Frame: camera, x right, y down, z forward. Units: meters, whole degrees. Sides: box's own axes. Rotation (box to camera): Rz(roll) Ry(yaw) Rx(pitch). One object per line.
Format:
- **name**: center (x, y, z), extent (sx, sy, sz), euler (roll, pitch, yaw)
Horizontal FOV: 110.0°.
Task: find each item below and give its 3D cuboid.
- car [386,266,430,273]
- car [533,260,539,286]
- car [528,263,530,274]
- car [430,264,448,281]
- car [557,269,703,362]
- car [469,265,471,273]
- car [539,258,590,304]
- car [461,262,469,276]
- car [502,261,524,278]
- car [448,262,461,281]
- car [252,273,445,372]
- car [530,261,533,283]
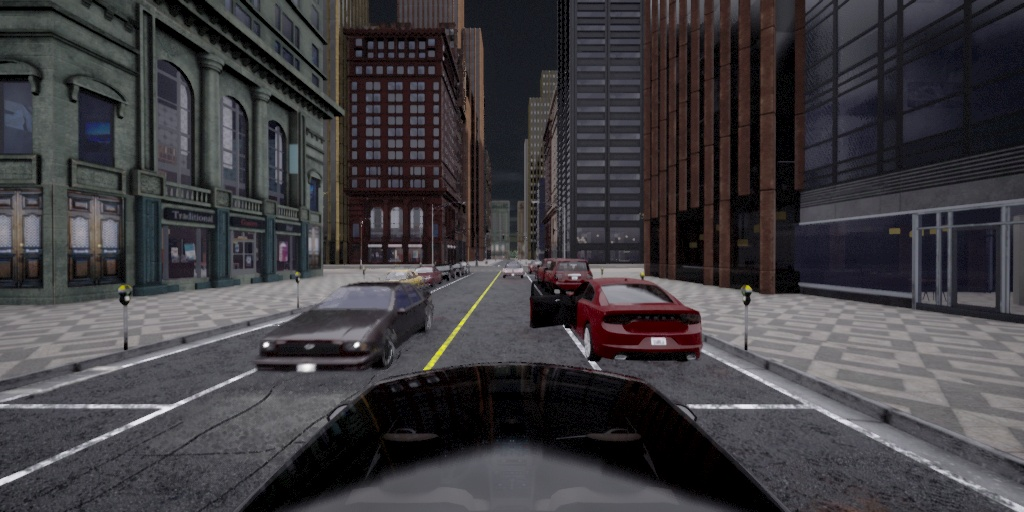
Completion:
- **car**: center (-5.738, 1.276, 18.118), extent (1.751, 1.417, 4.829), euler (0, 0, 0)
- **car**: center (2.795, 1.067, 23.915), extent (2.192, 1.841, 5.009), euler (0, 0, 0)
- **car**: center (2.821, 1.201, 40.823), extent (1.967, 1.591, 4.097), euler (0, 0, 0)
- **car**: center (-5.730, 1.334, 23.925), extent (1.802, 1.307, 4.207), euler (0, 0, 0)
- **car**: center (2.370, 1.227, 8.261), extent (1.882, 1.535, 5.008), euler (0, 0, 0)
- **car**: center (-5.704, 1.312, 40.834), extent (2.007, 1.370, 4.403), euler (0, 0, 0)
- **car**: center (2.787, 1.065, 18.278), extent (2.192, 1.841, 5.009), euler (0, 0, 0)
- **car**: center (-5.713, 1.324, 35.197), extent (1.948, 1.339, 4.313), euler (0, 0, 0)
- **car**: center (0.107, 1.358, 33.435), extent (1.895, 1.301, 4.718), euler (0, 0, 0)
- **car**: center (-5.721, 1.320, 29.561), extent (1.948, 1.339, 4.313), euler (0, 0, 0)
- **car**: center (-3.091, 1.297, 8.054), extent (2.033, 1.411, 5.357), euler (0, 0, 0)
- **car**: center (2.804, 1.320, 29.551), extent (1.948, 1.339, 4.313), euler (0, 0, 0)
